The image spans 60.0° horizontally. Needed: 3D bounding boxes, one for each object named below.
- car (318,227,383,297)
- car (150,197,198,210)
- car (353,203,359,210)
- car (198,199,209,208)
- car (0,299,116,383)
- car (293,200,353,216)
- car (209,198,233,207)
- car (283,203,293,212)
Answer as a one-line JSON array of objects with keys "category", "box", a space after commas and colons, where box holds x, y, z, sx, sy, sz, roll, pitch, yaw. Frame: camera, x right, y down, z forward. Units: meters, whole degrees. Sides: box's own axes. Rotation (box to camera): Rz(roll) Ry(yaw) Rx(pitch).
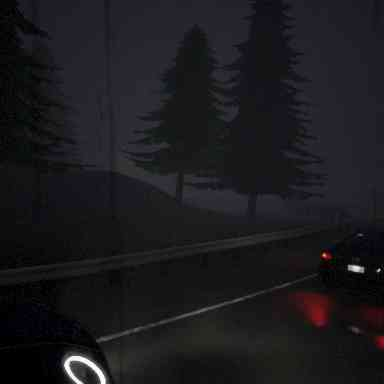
[{"category": "car", "box": [4.908, 1.564, 8.243, 4.181, 1.385, 1.994, 0, 0, -42]}, {"category": "car", "box": [-2.394, 1.518, 42.995, 5.357, 1.411, 2.033, 0, 0, 35]}, {"category": "car", "box": [18.192, 1.604, 41.505, 4.718, 1.301, 1.895, 0, 0, 35]}, {"category": "car", "box": [-0.521, 1.475, 45.959, 4.892, 1.490, 1.837, 0, 0, 35]}, {"category": "car", "box": [-2.773, 1.352, 2.049, 4.553, 1.767, 2.097, 0, 0, -35]}, {"category": "car", "box": [12.761, 1.607, 32.494, 4.718, 1.301, 1.895, 0, 0, 35]}, {"category": "car", "box": [3.883, 1.573, 51.423, 4.718, 1.301, 1.895, 0, 0, 35]}, {"category": "car", "box": [12.598, 1.496, 36.864, 4.902, 1.511, 2.128, 0, 0, 35]}]
